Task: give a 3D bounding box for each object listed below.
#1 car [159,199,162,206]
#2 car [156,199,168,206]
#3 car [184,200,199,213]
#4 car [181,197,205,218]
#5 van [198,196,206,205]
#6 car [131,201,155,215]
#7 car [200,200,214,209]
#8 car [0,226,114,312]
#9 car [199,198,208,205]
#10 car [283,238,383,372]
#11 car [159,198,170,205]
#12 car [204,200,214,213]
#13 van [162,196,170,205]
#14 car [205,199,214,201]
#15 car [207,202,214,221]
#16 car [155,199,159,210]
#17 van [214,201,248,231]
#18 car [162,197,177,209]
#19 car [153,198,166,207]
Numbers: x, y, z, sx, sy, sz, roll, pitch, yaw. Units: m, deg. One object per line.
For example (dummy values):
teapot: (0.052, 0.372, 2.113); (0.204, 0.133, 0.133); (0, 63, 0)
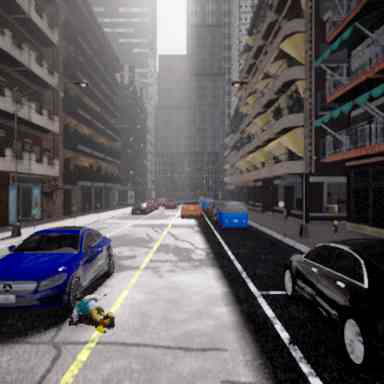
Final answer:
car: (-5.903, 1.979, 49.692); (1.802, 1.307, 4.206); (-1, 0, 0)
car: (-5.973, 2.100, 66.497); (1.947, 1.339, 4.313); (-1, 0, 0)
car: (-0.102, 1.855, 43.820); (1.837, 1.490, 4.892); (0, 0, 0)
car: (-0.046, 1.621, 33.808); (2.097, 1.767, 4.553); (0, 0, 0)
van: (2.358, 1.966, 77.708); (1.690, 1.788, 3.998); (-1, 0, 0)
car: (-5.857, 1.873, 38.488); (1.947, 1.339, 4.313); (-1, 0, 0)
car: (2.454, 1.993, 55.300); (2.008, 1.369, 4.403); (-1, 0, 0)
car: (-3.150, 1.590, 8.003); (1.812, 1.442, 4.674); (0, -1, 0)
car: (2.383, 2.106, 72.275); (1.752, 1.417, 4.829); (-1, 0, 0)
car: (2.979, 1.551, 5.695); (1.837, 1.490, 4.892); (0, 0, 0)
car: (-5.996, 2.130, 72.099); (2.008, 1.369, 4.403); (-1, 0, 0)
car: (2.546, 1.806, 32.893); (1.887, 1.381, 4.507); (-1, 0, 0)
van: (-6.022, 1.967, 77.702); (1.690, 1.788, 3.998); (-1, 0, 0)
car: (2.523, 1.872, 38.494); (1.947, 1.339, 4.313); (-1, 0, 0)
car: (2.570, 1.768, 27.291); (2.008, 1.369, 4.403); (-1, 0, 0)
car: (-5.881, 1.897, 44.091); (1.887, 1.381, 4.507); (-1, 0, 0)
van: (2.590, 1.513, 21.691); (1.690, 1.788, 3.998); (-1, 0, 0)
car: (-3.301, 1.897, 52.452); (1.882, 1.535, 5.008); (0, -1, 0)
car: (-5.951, 1.928, 60.897); (1.967, 1.590, 4.097); (-1, 0, 0)
